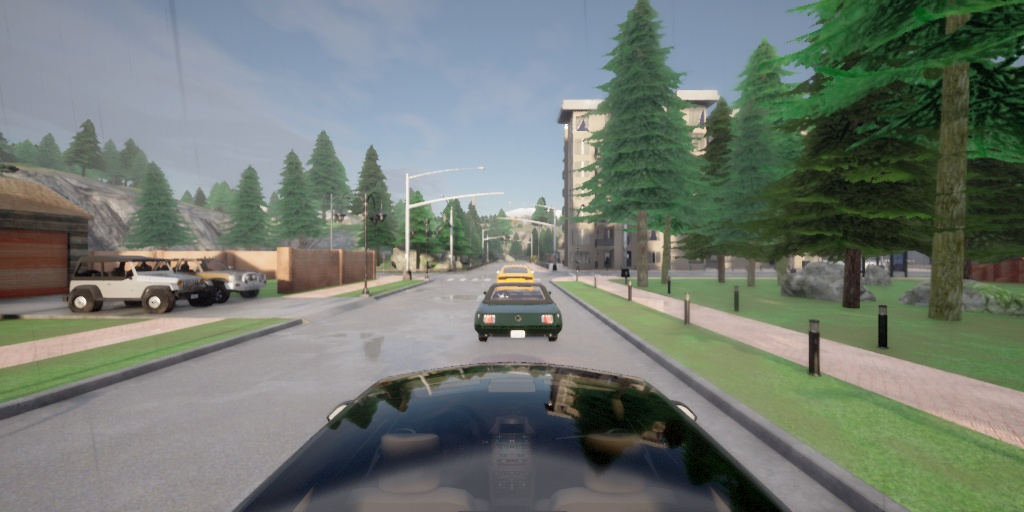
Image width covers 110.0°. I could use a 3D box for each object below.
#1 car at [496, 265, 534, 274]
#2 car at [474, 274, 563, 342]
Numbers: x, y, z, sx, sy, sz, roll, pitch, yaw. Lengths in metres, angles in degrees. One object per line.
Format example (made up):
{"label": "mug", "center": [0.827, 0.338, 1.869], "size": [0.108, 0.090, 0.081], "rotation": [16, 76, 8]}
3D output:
{"label": "car", "center": [0.176, 1.216, 19.050], "size": [1.882, 1.535, 5.008], "rotation": [0, 0, 0]}
{"label": "car", "center": [0.146, 1.346, 9.711], "size": [1.895, 1.301, 4.718], "rotation": [0, 0, 0]}
